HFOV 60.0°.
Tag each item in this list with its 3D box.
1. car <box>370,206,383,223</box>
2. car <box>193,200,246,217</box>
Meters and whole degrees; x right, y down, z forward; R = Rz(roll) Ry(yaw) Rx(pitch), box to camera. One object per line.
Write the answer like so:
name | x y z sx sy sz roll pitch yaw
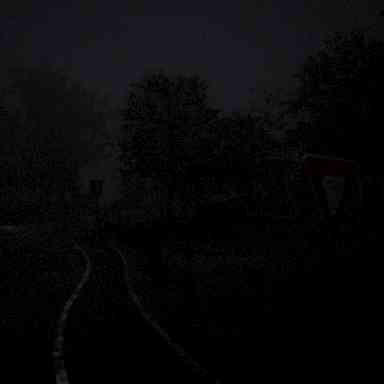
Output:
car | 13.633 1.488 21.513 1.994 1.385 4.181 0 -1 -32
car | 2.559 1.521 31.102 4.892 1.490 1.837 0 0 -1
